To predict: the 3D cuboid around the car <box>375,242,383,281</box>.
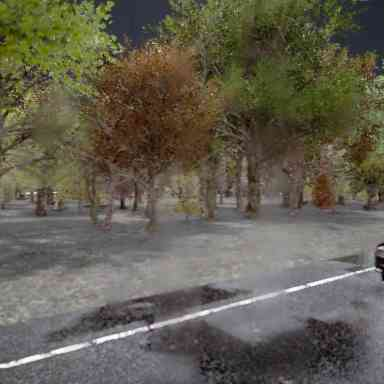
[{"bbox_3d":[6.528,1.515,8.428,4.902,1.511,2.128,0,0,-36],"label":"car"}]
